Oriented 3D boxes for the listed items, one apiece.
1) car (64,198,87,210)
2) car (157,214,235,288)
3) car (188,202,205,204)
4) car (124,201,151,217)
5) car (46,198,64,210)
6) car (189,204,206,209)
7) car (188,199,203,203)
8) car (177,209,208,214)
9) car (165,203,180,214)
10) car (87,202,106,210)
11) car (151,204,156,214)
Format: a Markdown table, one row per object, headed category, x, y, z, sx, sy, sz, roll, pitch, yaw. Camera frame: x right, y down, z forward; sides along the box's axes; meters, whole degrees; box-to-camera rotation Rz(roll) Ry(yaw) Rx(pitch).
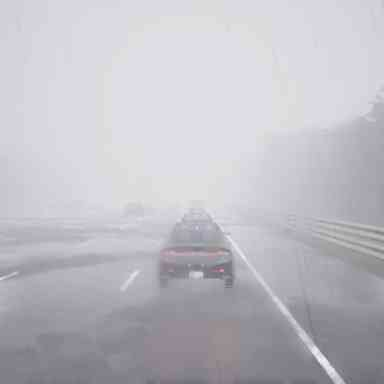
| category | x | y | z | sx | sy | sz | roll | pitch | yaw |
| --- | --- | --- | --- | --- | --- | --- | --- | --- | --- |
| car | -20.437 | 2.167 | 59.699 | 2.150 | 2.045 | 5.566 | 0 | -1 | 0 |
| car | 0.127 | 1.606 | 9.617 | 2.128 | 1.511 | 4.902 | 0 | -1 | 1 |
| car | 0.630 | 2.181 | 37.385 | 1.994 | 1.385 | 4.181 | 0 | -1 | 0 |
| car | -6.363 | 1.942 | 38.221 | 2.097 | 1.767 | 4.553 | 0 | -1 | 0 |
| car | -23.938 | 2.133 | 59.319 | 2.150 | 2.045 | 5.566 | 0 | -1 | 0 |
| car | 0.428 | 1.988 | 28.651 | 2.033 | 1.411 | 5.357 | 0 | -1 | 1 |
| car | 0.691 | 2.034 | 46.791 | 2.150 | 2.045 | 5.566 | 0 | -1 | 0 |
| car | 0.278 | 1.860 | 18.964 | 1.895 | 1.301 | 4.718 | 0 | -1 | 1 |
| car | -2.809 | 2.366 | 48.152 | 2.033 | 1.411 | 5.357 | 0 | -1 | 0 |
| car | -16.954 | 2.543 | 60.121 | 1.994 | 1.385 | 4.181 | 0 | -1 | 0 |
| car | -6.312 | 2.378 | 47.319 | 1.895 | 1.301 | 4.718 | 0 | -1 | 0 |
